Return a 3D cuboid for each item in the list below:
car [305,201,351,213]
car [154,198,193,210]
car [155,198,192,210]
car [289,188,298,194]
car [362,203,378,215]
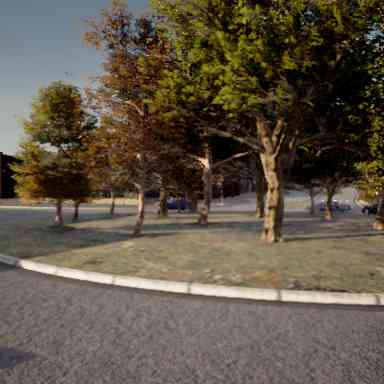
[{"bbox_3d":[17.479,1.862,42.851,5.357,1.411,2.033,0,0,35],"label":"car"},{"bbox_3d":[-2.483,1.614,45.425,5.008,1.535,1.882,1,0,-18],"label":"car"},{"bbox_3d":[-2.216,1.601,42.040,5.008,1.535,1.882,1,-1,-21],"label":"car"},{"bbox_3d":[26.482,-0.543,90.841,2.435,2.045,5.566,0,3,28],"label":"car"},{"bbox_3d":[20.672,1.816,35.636,1.837,1.490,4.892,1,0,-25],"label":"car"}]
